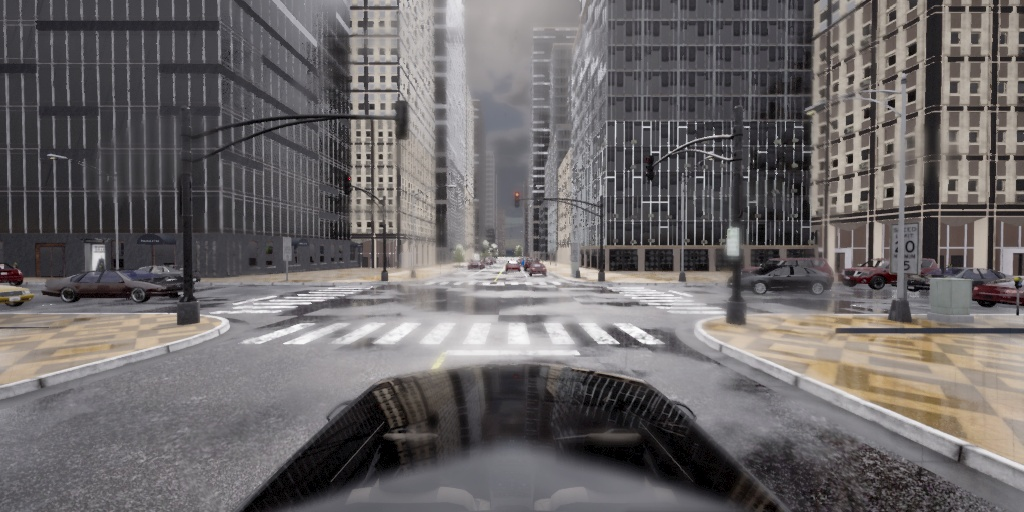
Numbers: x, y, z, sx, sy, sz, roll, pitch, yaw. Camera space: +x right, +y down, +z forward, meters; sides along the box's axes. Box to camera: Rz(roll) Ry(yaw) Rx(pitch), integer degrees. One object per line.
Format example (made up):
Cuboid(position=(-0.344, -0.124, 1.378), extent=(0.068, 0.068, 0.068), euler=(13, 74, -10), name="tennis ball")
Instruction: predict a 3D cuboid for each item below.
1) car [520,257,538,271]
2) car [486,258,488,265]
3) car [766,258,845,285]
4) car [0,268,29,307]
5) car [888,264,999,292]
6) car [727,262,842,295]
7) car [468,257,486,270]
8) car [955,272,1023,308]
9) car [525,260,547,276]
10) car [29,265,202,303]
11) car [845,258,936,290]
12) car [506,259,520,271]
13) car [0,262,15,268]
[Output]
Cuboid(position=(2.594, 1.046, 46.979), extent=(2.192, 1.841, 5.009), euler=(0, 0, 0), name="car")
Cuboid(position=(-5.264, 1.307, 58.011), extent=(1.802, 1.307, 4.207), euler=(0, 0, 0), name="car")
Cuboid(position=(16.579, 1.024, 21.783), extent=(5.009, 1.841, 2.192), euler=(0, 0, 0), name="car")
Cuboid(position=(-21.250, 1.301, 13.593), extent=(4.829, 1.417, 1.751), euler=(0, 0, 0), name="car")
Cuboid(position=(24.012, 1.305, 19.191), extent=(5.357, 1.411, 2.033), euler=(0, 1, 0), name="car")
Cuboid(position=(14.189, 1.250, 19.162), extent=(4.892, 1.490, 1.837), euler=(0, 1, 1), name="car")
Cuboid(position=(-5.269, 1.168, 52.486), extent=(1.967, 1.591, 4.097), euler=(0, 0, 0), name="car")
Cuboid(position=(20.191, 1.417, 13.650), extent=(4.207, 1.307, 1.802), euler=(0, 0, 0), name="car")
Cuboid(position=(2.563, 1.319, 35.930), extent=(1.802, 1.307, 4.207), euler=(0, 0, 0), name="car")
Cuboid(position=(-17.619, 1.290, 16.180), extent=(5.357, 1.411, 2.033), euler=(0, 1, 0), name="car")
Cuboid(position=(22.911, 1.032, 21.792), extent=(5.009, 1.841, 2.192), euler=(0, 0, 0), name="car")
Cuboid(position=(0.142, 1.294, 49.767), extent=(1.994, 1.385, 4.181), euler=(0, 0, 0), name="car")
Cuboid(position=(-32.547, 1.077, 21.645), extent=(4.097, 1.591, 1.967), euler=(0, 0, 0), name="car")
